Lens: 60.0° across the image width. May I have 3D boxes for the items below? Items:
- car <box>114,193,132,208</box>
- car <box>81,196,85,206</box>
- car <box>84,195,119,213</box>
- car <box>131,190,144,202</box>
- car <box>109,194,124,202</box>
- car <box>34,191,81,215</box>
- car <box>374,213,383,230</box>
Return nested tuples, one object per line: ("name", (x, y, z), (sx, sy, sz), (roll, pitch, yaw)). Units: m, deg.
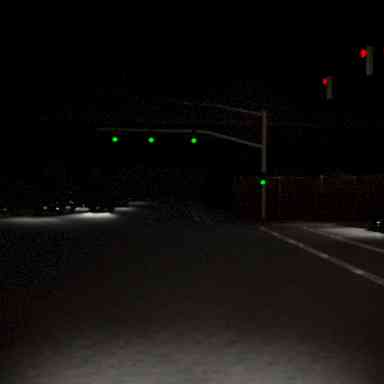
("car", (-9.268, 1.172, 42.403), (1.812, 1.442, 4.674), (0, 0, -3))
("car", (-12.714, 1.178, 41.163), (2.033, 1.411, 5.357), (0, 0, -3))
("car", (-8.788, 1.280, 32.701), (1.994, 1.385, 4.181), (0, 0, -3))
("car", (-10.113, 0.737, 60.881), (2.150, 2.045, 5.566), (0, 0, -3))
("car", (-13.600, 1.094, 60.411), (1.895, 1.301, 4.718), (0, 0, -3))
("car", (-12.159, 0.932, 30.024), (2.150, 2.045, 5.566), (0, 0, -3))
("car", (12.454, 1.411, 18.006), (4.892, 1.490, 1.837), (0, 0, -3))
